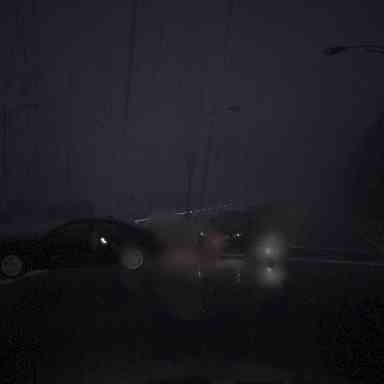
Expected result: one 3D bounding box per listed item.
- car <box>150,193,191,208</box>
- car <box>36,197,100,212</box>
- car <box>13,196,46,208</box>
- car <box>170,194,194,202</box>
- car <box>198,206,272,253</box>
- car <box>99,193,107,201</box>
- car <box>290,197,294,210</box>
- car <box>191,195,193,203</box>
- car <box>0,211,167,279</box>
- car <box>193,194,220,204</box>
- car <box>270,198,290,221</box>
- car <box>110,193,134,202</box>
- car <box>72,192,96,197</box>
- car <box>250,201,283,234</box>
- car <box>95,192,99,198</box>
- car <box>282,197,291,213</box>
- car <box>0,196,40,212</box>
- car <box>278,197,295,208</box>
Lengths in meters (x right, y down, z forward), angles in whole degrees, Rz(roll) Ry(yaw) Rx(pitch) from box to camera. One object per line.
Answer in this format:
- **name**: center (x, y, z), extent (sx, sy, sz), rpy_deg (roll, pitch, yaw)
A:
- **car**: center (-2.917, 1.074, 41.759), extent (4.605, 1.855, 1.932), rpy_deg (0, 0, 19)
- **car**: center (-9.006, 1.356, 24.201), extent (3.633, 1.501, 1.845), rpy_deg (0, 0, 19)
- **car**: center (-21.645, 1.273, 44.288), extent (3.633, 1.501, 1.845), rpy_deg (0, 0, 19)
- **car**: center (-2.024, 1.258, 68.675), extent (4.514, 1.523, 2.007), rpy_deg (0, 0, 19)
- **car**: center (1.832, 1.514, 13.876), extent (1.812, 1.442, 4.674), rpy_deg (0, 0, 24)
- **car**: center (-20.131, 1.014, 70.946), extent (3.866, 1.878, 1.905), rpy_deg (0, 0, 19)
- **car**: center (9.830, 1.544, 36.525), extent (1.994, 1.385, 4.181), rpy_deg (0, 0, 19)
- **car**: center (-2.376, 1.053, 44.644), extent (3.866, 1.878, 1.905), rpy_deg (0, 0, 19)
- **car**: center (-3.271, 1.475, 9.857), extent (5.008, 1.535, 1.882), rpy_deg (0, 0, -15)
- **car**: center (1.727, 1.126, 56.763), extent (5.027, 1.636, 2.152), rpy_deg (0, 0, 19)
- **car**: center (5.901, 1.475, 24.927), extent (2.128, 1.511, 4.902), rpy_deg (0, 0, 19)
- **car**: center (-13.732, 1.046, 65.310), extent (4.605, 1.855, 1.932), rpy_deg (0, 0, 19)
- **car**: center (-18.401, 1.249, 53.739), extent (4.514, 1.523, 2.007), rpy_deg (0, 0, 19)
- **car**: center (3.984, 1.490, 19.282), extent (1.837, 1.490, 4.892), rpy_deg (0, 0, 19)
- **car**: center (-21.776, 1.298, 67.993), extent (3.806, 1.475, 1.970), rpy_deg (0, 0, 19)
- **car**: center (7.785, 1.487, 30.488), extent (1.837, 1.490, 4.892), rpy_deg (0, 0, 19)
- **car**: center (-15.079, 1.356, 29.404), extent (3.806, 1.475, 1.970), rpy_deg (0, 0, 19)
- **car**: center (13.596, 1.468, 47.653), extent (2.128, 1.511, 4.902), rpy_deg (0, 0, 19)
